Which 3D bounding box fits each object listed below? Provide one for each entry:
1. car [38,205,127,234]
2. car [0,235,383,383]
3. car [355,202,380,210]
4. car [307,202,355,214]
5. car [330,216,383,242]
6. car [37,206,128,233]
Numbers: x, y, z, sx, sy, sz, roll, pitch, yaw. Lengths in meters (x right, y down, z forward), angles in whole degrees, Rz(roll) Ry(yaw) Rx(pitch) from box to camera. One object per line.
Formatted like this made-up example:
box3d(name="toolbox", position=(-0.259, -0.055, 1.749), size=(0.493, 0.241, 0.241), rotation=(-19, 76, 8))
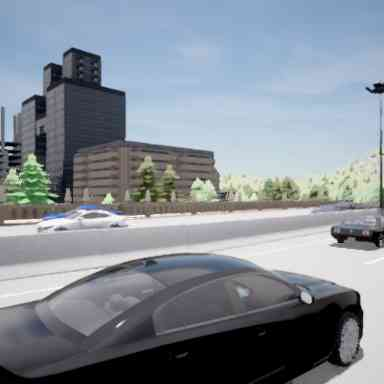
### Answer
box3d(name="car", position=(-6.817, 1.647, 21.116), size=(5.008, 1.535, 1.882), rotation=(1, -1, -41))
box3d(name="car", position=(0.214, 1.514, 4.123), size=(5.008, 1.535, 1.882), rotation=(1, 0, -37))
box3d(name="car", position=(24.849, 2.091, 46.661), size=(4.181, 1.385, 1.994), rotation=(1, -1, -44))
box3d(name="car", position=(12.083, 1.864, 29.357), size=(5.357, 1.411, 2.033), rotation=(1, -1, -44))
box3d(name="car", position=(8.516, 1.773, 15.903), size=(4.718, 1.301, 1.895), rotation=(1, -1, -43))
box3d(name="car", position=(-5.634, 1.664, 17.548), size=(4.674, 1.442, 1.812), rotation=(1, -1, -40))
